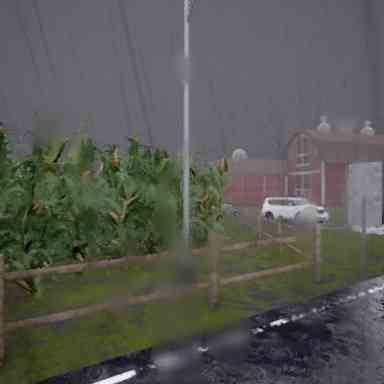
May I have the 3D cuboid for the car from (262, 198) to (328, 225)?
[{"bbox_3d":[7.961,1.455,26.322,2.150,2.045,5.566,1,-1,-30],"label":"car"}]

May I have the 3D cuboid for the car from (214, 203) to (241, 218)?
[{"bbox_3d":[3.248,1.898,34.905,1.837,1.490,4.892,1,-1,-27],"label":"car"}]
